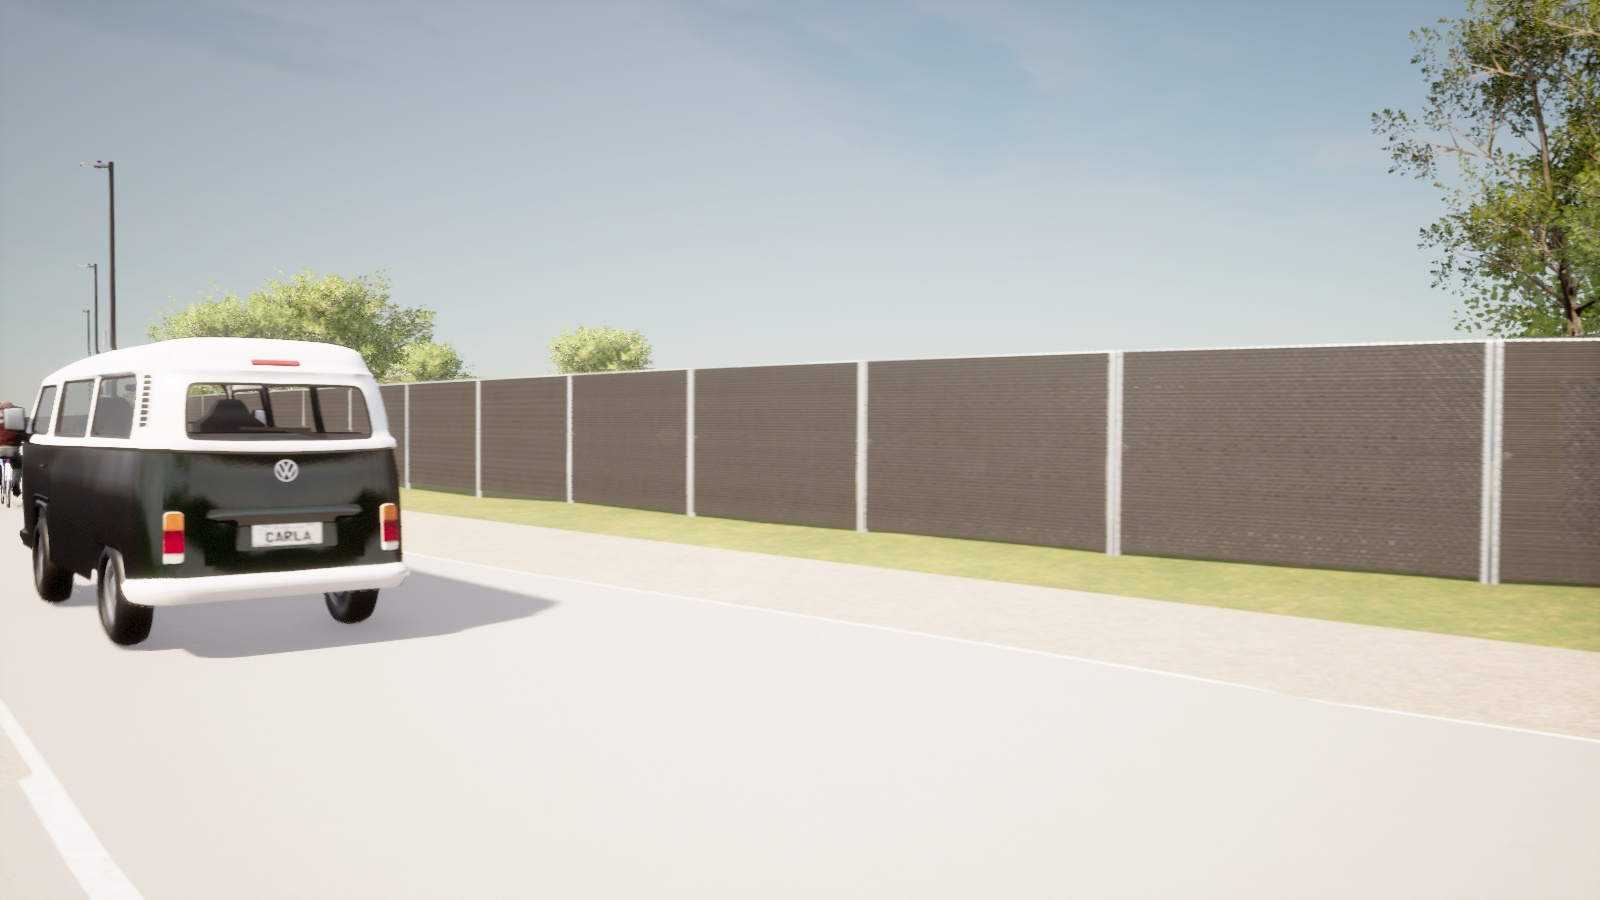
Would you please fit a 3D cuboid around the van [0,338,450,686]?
[{"bbox_3d":[-4.674,0.317,9.714,2.069,2.038,4.480,-2,2,-40],"label":"van"}]

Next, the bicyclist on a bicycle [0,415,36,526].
[{"bbox_3d":[-13.273,0.313,21.008,0.659,1.776,1.843,-1,2,-36],"label":"bicyclist on a bicycle"}]
